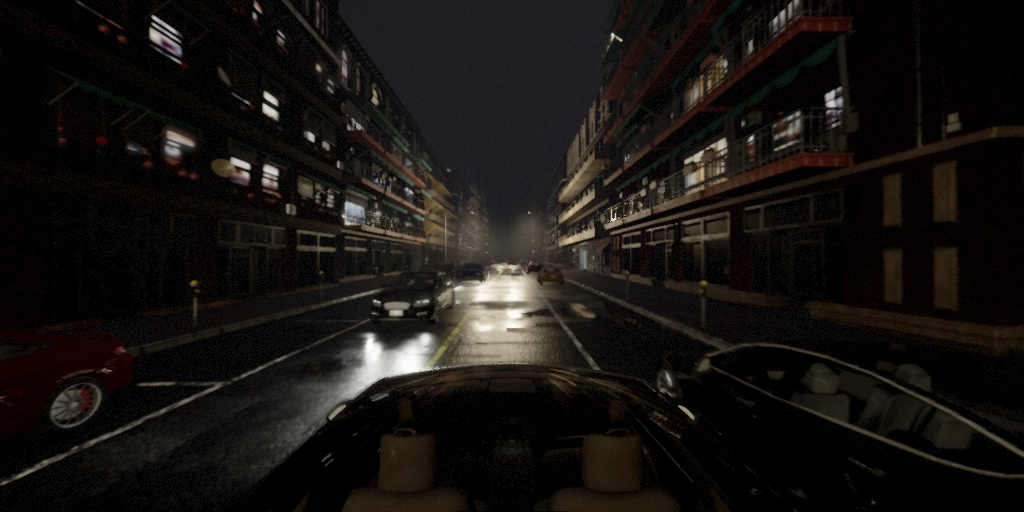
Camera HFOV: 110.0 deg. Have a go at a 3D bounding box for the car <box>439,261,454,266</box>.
[{"bbox_3d":[-5.673,1.365,31.232,1.948,1.339,4.313,0,0,0],"label":"car"}]

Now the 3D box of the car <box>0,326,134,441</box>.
[{"bbox_3d":[-5.737,1.331,2.911,1.802,1.307,4.207,0,0,0],"label":"car"}]

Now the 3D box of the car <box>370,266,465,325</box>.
[{"bbox_3d":[-3.077,1.257,12.000,2.128,1.511,4.902,0,0,0],"label":"car"}]

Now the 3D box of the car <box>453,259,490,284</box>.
[{"bbox_3d":[-3.056,1.271,28.098,1.882,1.535,5.008,0,0,0],"label":"car"}]

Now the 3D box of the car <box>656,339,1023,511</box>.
[{"bbox_3d":[2.738,1.319,2.905,1.948,1.339,4.313,0,0,0],"label":"car"}]

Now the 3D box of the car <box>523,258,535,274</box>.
[{"bbox_3d":[2.714,1.270,42.553,1.967,1.591,4.097,0,0,0],"label":"car"}]

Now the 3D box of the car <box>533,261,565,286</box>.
[{"bbox_3d":[2.704,1.316,25.731,1.751,1.417,4.829,0,0,0],"label":"car"}]
